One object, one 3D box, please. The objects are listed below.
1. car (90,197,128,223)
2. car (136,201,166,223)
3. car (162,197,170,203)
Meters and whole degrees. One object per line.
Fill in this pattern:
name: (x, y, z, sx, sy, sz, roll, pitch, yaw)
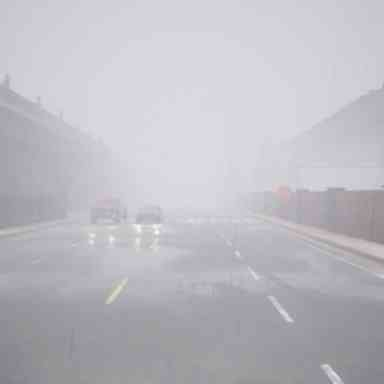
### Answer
car: (-7.004, 1.476, 28.584, 2.150, 2.045, 5.566, 0, -1, 0)
car: (-3.508, 1.794, 28.227, 1.812, 1.442, 4.674, 0, -1, 0)
car: (-7.539, 2.253, 95.251, 2.097, 1.767, 4.553, 0, -1, -1)
